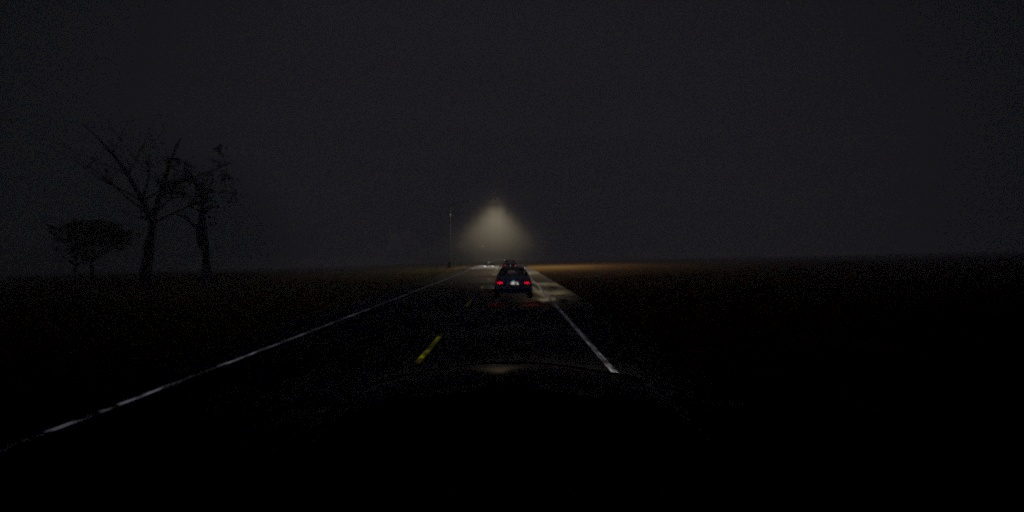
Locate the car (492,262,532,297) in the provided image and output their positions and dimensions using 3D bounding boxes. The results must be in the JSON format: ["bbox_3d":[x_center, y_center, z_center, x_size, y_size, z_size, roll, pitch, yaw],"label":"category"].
[{"bbox_3d":[0.049,1.227,18.314,2.033,1.411,5.357,0,0,0],"label":"car"}]

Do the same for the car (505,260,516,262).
[{"bbox_3d":[-0.213,1.137,43.747,2.033,1.411,5.357,0,0,-1],"label":"car"}]
